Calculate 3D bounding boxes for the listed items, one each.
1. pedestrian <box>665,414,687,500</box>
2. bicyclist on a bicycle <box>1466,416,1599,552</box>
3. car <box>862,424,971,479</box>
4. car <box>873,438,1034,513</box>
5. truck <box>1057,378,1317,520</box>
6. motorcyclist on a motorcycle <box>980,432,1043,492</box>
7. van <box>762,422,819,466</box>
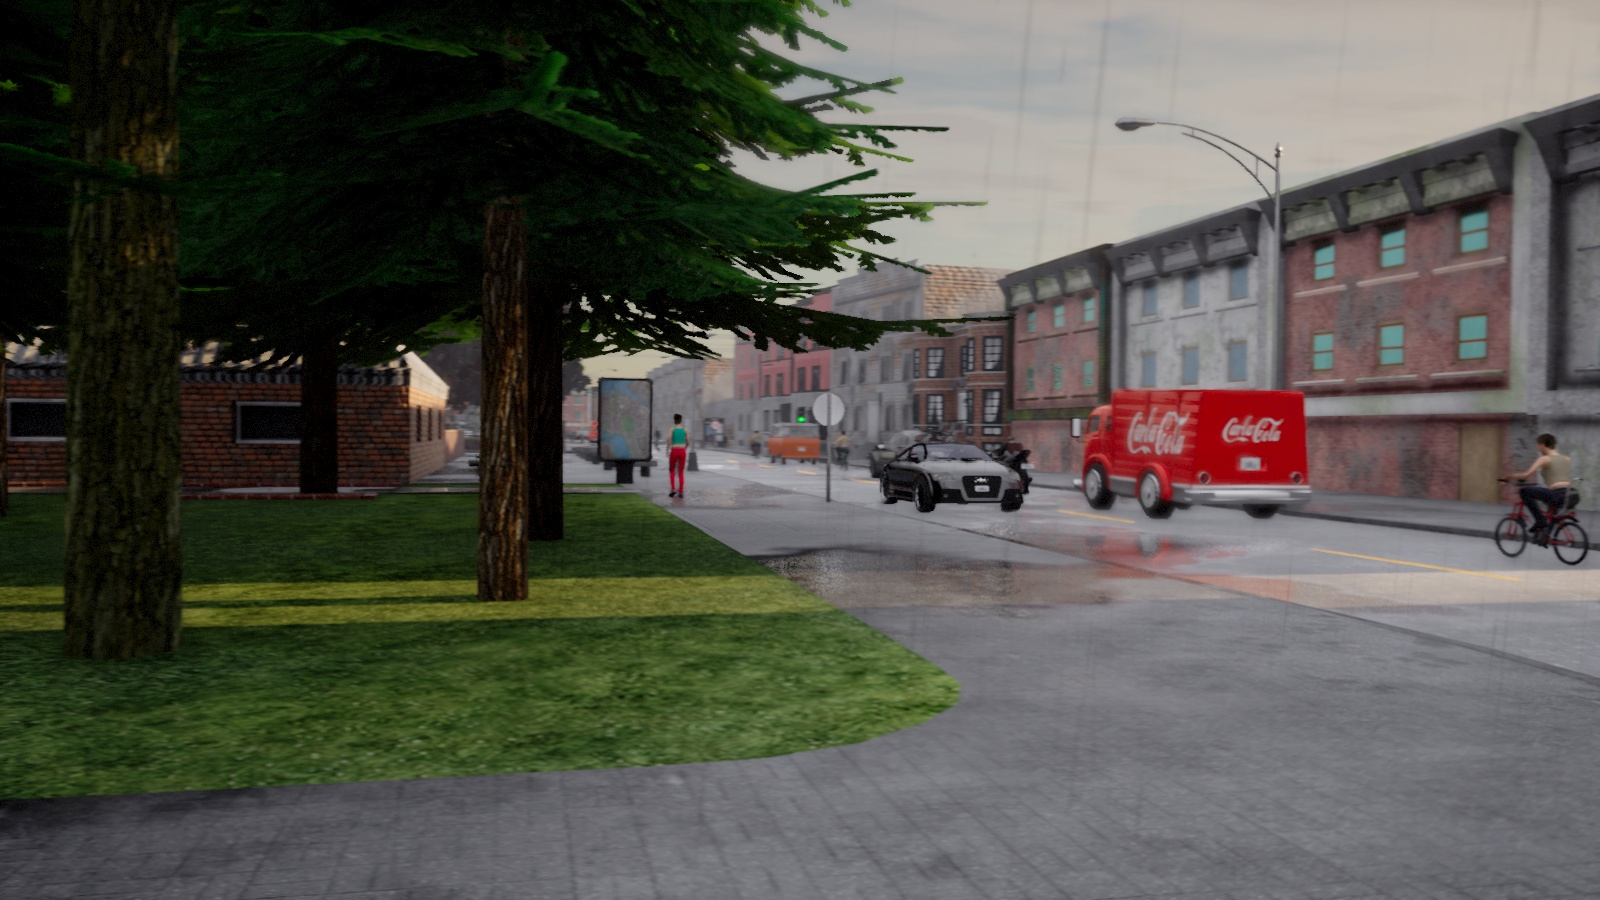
[{"bbox_3d":[-2.671,0.146,27.095,0.345,1.836,0.594,-1,1,-16],"label":"pedestrian"},{"bbox_3d":[9.327,0.397,15.831,0.866,1.612,1.509,-1,1,-12],"label":"bicyclist on a bicycle"},{"bbox_3d":[3.728,0.004,41.045,2.242,1.667,4.611,-1,1,-12],"label":"car"},{"bbox_3d":[3.033,0.453,25.793,1.994,1.385,4.181,-1,1,-13],"label":"car"},{"bbox_3d":[7.374,-0.116,24.684,2.627,2.467,5.204,-1,2,-13],"label":"truck"},{"bbox_3d":[5.525,0.290,32.994,0.866,1.530,2.191,-1,1,-13],"label":"motorcyclist on a motorcycle"},{"bbox_3d":[-0.482,-0.312,59.854,1.775,1.987,4.442,-1,1,-13],"label":"van"}]
